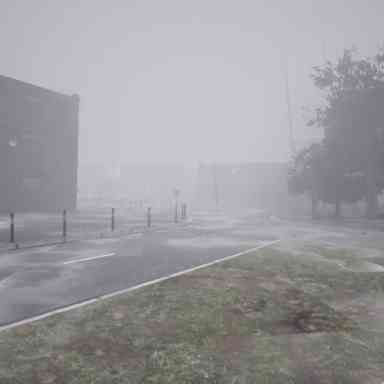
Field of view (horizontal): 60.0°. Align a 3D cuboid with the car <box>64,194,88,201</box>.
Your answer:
[{"bbox_3d":[-26.609,1.328,76.377,2.231,1.521,4.892,2,0,31],"label":"car"}]

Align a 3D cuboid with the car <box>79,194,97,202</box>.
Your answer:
[{"bbox_3d":[-21.845,1.332,73.510,2.185,1.767,4.553,2,0,31],"label":"car"}]

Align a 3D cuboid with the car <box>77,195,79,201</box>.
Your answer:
[{"bbox_3d":[-24.348,1.388,74.988,2.097,1.535,5.008,2,0,31],"label":"car"}]

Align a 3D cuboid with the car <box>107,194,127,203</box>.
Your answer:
[{"bbox_3d":[-14.718,1.512,69.174,2.185,1.767,4.553,1,-1,31],"label":"car"}]

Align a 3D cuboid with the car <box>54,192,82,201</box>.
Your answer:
[{"bbox_3d":[-28.961,1.010,77.842,2.435,2.045,5.566,2,0,31],"label":"car"}]

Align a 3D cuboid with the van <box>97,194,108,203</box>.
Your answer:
[{"bbox_3d":[-17.276,1.352,70.560,1.878,1.987,4.442,1,-1,31],"label":"van"}]

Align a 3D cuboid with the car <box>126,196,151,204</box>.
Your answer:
[{"bbox_3d":[-10.111,1.763,66.296,2.163,1.488,4.792,1,-1,31],"label":"car"}]
